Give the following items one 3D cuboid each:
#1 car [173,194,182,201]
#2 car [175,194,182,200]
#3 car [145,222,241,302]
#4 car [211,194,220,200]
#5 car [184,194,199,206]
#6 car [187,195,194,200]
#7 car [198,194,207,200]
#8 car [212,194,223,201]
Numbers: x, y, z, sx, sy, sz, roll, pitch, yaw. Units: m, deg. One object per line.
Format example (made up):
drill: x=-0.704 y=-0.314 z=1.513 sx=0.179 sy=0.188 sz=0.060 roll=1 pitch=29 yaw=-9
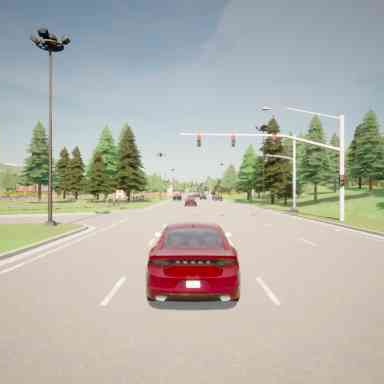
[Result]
car: x=-3.819 y=1.469 z=83.554 sx=1.882 sy=1.535 sz=5.008 roll=0 pitch=0 yaw=0
car: x=-3.859 y=1.310 z=93.974 sx=1.882 sy=1.535 sz=5.008 roll=0 pitch=0 yaw=0
car: x=0.031 y=1.478 z=8.353 sx=1.882 sy=1.535 sz=5.008 roll=0 pitch=0 yaw=0
car: x=6.641 y=1.372 z=94.014 sx=2.033 sy=1.411 sz=5.357 roll=0 pitch=0 yaw=0
car: x=-0.201 y=1.526 z=52.955 sx=1.812 sy=1.442 sz=4.674 roll=0 pitch=0 yaw=0
car: x=-0.359 y=1.428 z=94.018 sx=1.895 sy=1.301 sz=4.718 roll=0 pitch=0 yaw=0
car: x=3.139 y=1.524 z=94.414 sx=1.812 sy=1.442 sz=4.674 roll=0 pitch=0 yaw=0
car: x=6.681 y=1.517 z=83.595 sx=2.128 sy=1.511 sz=4.902 roll=0 pitch=0 yaw=0
